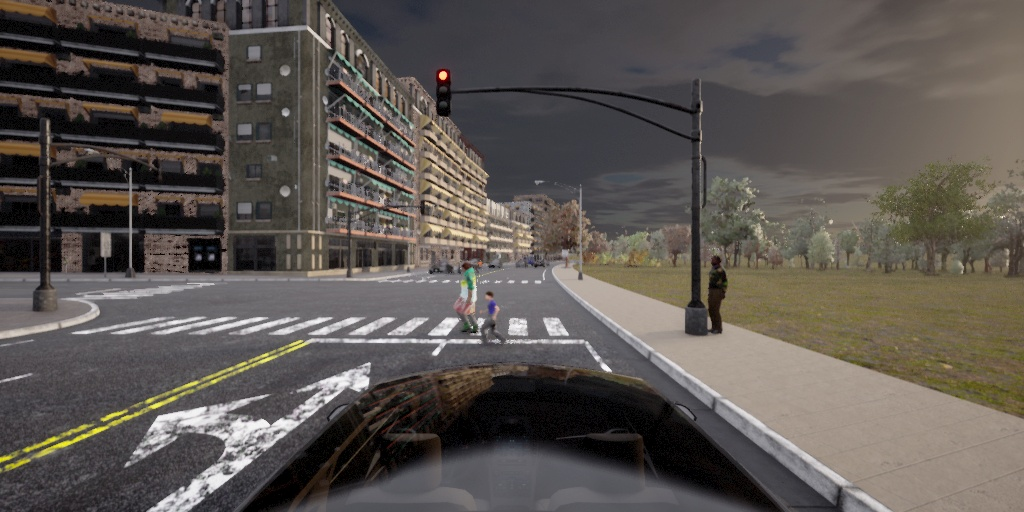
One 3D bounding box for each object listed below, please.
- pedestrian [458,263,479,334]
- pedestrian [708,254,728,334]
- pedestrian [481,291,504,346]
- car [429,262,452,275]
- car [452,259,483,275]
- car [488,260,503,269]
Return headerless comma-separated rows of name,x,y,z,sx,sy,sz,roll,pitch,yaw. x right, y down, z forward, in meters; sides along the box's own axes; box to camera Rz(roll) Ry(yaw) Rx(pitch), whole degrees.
pedestrian,-1.109,1.042,9.170,0.375,1.860,0.375,0,0,1
pedestrian,4.793,0.889,8.460,0.375,1.860,0.375,0,0,1
pedestrian,-0.420,1.321,7.956,0.375,1.300,0.375,0,0,1
car,-7.903,1.366,40.432,1.994,1.385,4.181,0,0,5
car,-4.709,1.293,39.709,2.128,1.511,4.902,0,0,5
car,-2.589,1.370,57.994,1.837,1.490,4.892,0,-1,8
